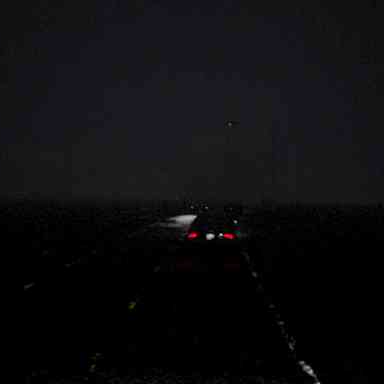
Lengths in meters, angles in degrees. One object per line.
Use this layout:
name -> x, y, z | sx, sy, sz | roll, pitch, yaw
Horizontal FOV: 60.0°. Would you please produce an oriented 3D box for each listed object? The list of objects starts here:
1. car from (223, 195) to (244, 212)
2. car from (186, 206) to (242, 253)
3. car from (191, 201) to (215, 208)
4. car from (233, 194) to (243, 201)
car -> 4.348, 1.440, 34.657 | 1.882, 1.535, 5.008 | 0, 0, 12
car -> 0.873, 1.532, 13.697 | 2.033, 1.411, 5.357 | 0, 0, 6
car -> 1.170, 1.559, 34.084 | 1.895, 1.301, 4.718 | 0, 0, 12
car -> 10.204, 1.261, 73.540 | 1.994, 1.385, 4.181 | 0, 0, 13
